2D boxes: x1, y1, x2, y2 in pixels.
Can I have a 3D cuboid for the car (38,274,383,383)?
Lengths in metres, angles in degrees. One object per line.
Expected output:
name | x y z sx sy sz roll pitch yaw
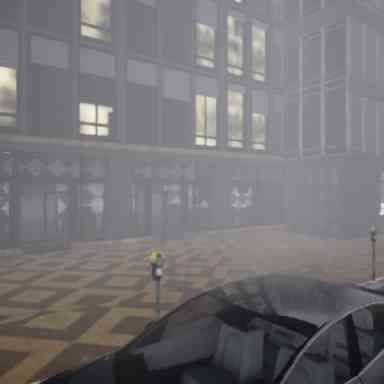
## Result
car | 0.626 1.550 2.886 4.313 1.339 1.947 0 0 -35
